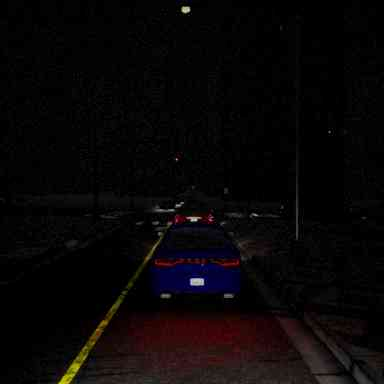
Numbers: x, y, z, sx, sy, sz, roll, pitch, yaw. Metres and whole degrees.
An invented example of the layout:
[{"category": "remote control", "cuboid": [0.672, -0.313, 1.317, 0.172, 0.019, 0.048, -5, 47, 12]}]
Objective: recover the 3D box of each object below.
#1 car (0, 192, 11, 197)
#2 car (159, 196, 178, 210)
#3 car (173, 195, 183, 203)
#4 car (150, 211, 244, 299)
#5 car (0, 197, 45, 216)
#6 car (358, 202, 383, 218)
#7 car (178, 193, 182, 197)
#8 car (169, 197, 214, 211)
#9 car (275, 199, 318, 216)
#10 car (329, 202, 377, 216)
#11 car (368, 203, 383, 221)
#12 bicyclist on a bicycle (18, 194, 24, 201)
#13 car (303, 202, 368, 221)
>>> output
[{"category": "car", "cuboid": [-21.352, 0.945, 34.116, 5.566, 2.045, 2.150, 1, 0, 1]}, {"category": "car", "cuboid": [-3.189, 1.526, 43.936, 1.812, 1.442, 4.674, 0, 0, 1]}, {"category": "car", "cuboid": [-3.020, 1.526, 73.367, 2.128, 1.511, 4.902, 0, 0, 0]}, {"category": "car", "cuboid": [0.099, 1.478, 8.499, 1.882, 1.535, 5.008, 0, 0, 0]}, {"category": "car", "cuboid": [-14.777, 1.367, 28.240, 4.403, 1.369, 2.008, 1, -1, 0]}, {"category": "car", "cuboid": [19.914, 1.852, 34.191, 4.674, 1.442, 1.812, 1, 0, 0]}, {"category": "car", "cuboid": [-3.092, 1.492, 59.725, 2.128, 1.511, 4.902, 0, 0, 0]}, {"category": "car", "cuboid": [0.118, 1.352, 17.653, 2.097, 1.767, 4.553, 0, 0, 1]}, {"category": "car", "cuboid": [10.947, 1.539, 34.188, 4.553, 1.767, 2.097, 1, 0, 0]}, {"category": "car", "cuboid": [17.781, 1.841, 36.864, 4.403, 1.369, 2.008, 1, -1, 0]}, {"category": "car", "cuboid": [17.944, 1.824, 28.340, 4.829, 1.417, 1.752, 1, -1, 0]}, {"category": "bicyclist on a bicycle", "cuboid": [-20.502, 1.031, 39.724, 0.582, 1.620, 1.656, 1, 0, 0]}, {"category": "car", "cuboid": [12.131, 1.774, 28.339, 4.313, 1.339, 1.947, 1, -1, 0]}]
